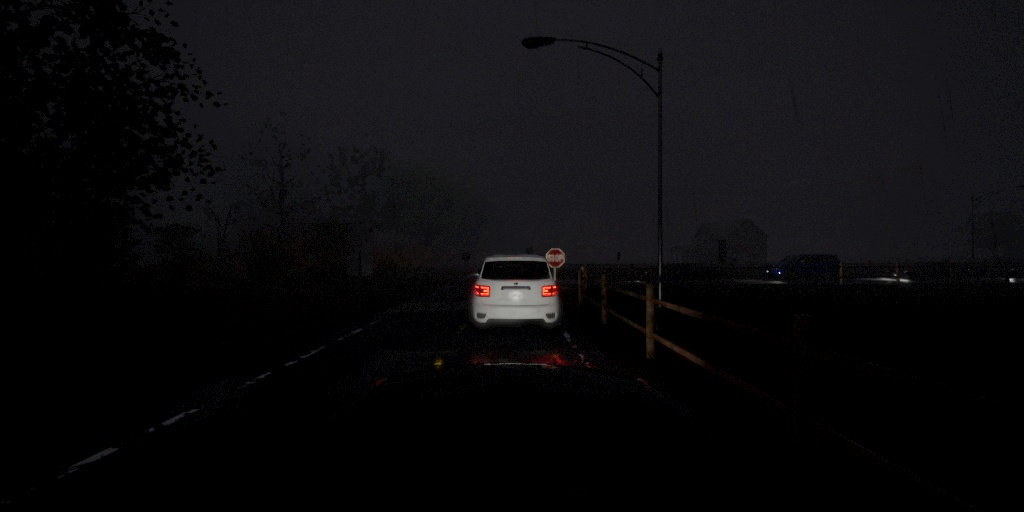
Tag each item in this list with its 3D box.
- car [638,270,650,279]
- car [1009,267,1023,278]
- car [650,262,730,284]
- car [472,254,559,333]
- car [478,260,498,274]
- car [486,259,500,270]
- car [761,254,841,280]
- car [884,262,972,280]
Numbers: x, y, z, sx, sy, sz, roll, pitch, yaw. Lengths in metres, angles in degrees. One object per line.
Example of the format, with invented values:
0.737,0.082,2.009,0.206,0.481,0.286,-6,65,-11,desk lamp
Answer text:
12.993,1.243,28.620,5.357,1.411,2.033,0,0,0,car
43.526,1.085,29.061,4.674,1.442,1.812,0,0,0,car
12.971,1.164,25.676,4.902,1.511,2.128,0,0,0,car
0.098,0.971,10.831,2.150,2.045,5.566,0,0,0,car
-2.837,1.277,43.119,2.033,1.411,5.357,0,0,0,car
-2.828,1.239,53.531,1.812,1.442,4.674,0,0,0,car
23.221,0.873,28.768,5.566,2.045,2.150,0,0,-1,car
33.506,1.154,28.928,5.357,1.411,2.033,0,0,0,car
